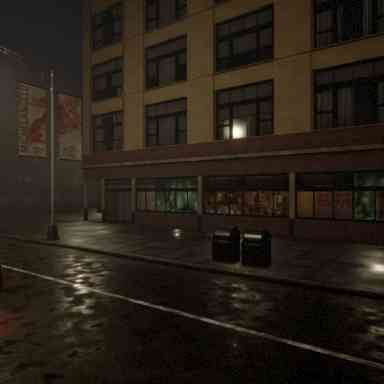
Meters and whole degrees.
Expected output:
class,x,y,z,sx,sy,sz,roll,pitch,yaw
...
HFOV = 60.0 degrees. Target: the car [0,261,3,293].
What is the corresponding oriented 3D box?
class,x,y,z,sx,sy,sz,roll,pitch,yaw
car,-5.819,1.564,7.715,1.994,1.385,4.181,0,0,-40
